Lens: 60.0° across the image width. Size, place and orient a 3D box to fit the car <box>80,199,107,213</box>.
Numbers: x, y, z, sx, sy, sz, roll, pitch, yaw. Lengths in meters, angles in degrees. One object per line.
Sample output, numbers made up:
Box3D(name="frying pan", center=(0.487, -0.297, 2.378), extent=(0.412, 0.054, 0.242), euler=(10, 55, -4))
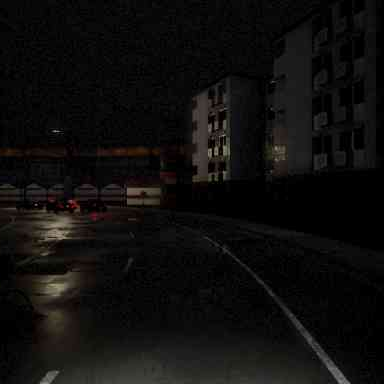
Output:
Box3D(name="car", center=(-11.183, 1.526, 37.742), extent=(1.812, 1.442, 4.674), euler=(0, 0, -37))

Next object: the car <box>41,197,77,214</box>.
Box3D(name="car", center=(-14.390, 1.547, 36.269), extent=(2.033, 1.411, 5.357), euler=(0, 0, -38))

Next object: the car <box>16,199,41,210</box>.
Box3D(name="car", center=(-20.928, 1.564, 42.799), extent=(4.181, 1.385, 1.994), euler=(0, 0, 40))

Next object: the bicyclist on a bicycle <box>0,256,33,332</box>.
Box3D(name="bicyclist on a bicycle", center=(-3.368, 1.455, 5.305), extent=(1.656, 1.620, 0.582), euler=(-2, 0, 0))
